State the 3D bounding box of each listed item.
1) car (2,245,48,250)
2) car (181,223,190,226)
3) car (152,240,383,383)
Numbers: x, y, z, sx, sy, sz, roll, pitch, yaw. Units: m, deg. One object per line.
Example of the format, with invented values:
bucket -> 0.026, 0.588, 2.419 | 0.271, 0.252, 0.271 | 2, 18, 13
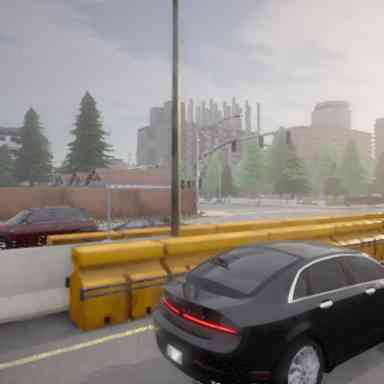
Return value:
car -> -5.912, 1.350, 12.662 | 4.553, 1.767, 2.097 | 0, 0, -35
car -> -1.596, 1.561, 11.436 | 4.181, 1.385, 1.994 | 0, 0, -35
car -> 1.781, 1.503, 5.019 | 4.892, 1.490, 1.837 | 0, 0, -35
